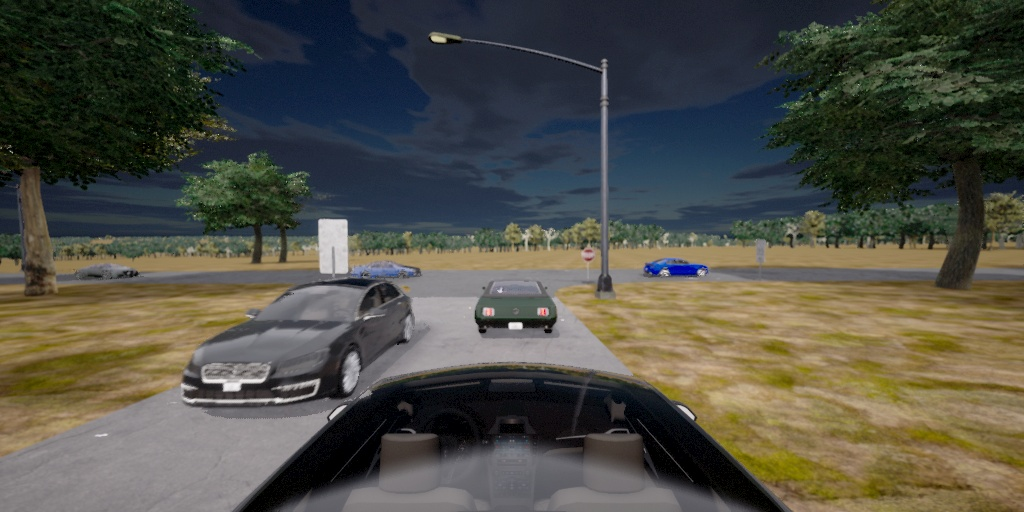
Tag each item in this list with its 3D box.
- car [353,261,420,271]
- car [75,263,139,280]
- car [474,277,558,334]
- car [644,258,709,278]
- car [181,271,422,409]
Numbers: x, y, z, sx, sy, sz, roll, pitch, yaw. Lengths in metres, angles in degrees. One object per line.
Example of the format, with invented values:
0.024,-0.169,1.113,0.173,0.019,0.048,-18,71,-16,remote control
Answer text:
-10.257,1.104,29.380,5.357,1.411,2.033,0,3,2,car
-34.838,1.314,30.886,4.181,1.385,1.994,-1,3,5,car
0.082,1.245,10.191,1.895,1.301,4.718,0,1,0,car
13.301,0.898,29.051,5.008,1.535,1.882,0,3,-4,car
-3.143,1.198,6.423,1.837,1.490,4.892,0,0,-1,car
